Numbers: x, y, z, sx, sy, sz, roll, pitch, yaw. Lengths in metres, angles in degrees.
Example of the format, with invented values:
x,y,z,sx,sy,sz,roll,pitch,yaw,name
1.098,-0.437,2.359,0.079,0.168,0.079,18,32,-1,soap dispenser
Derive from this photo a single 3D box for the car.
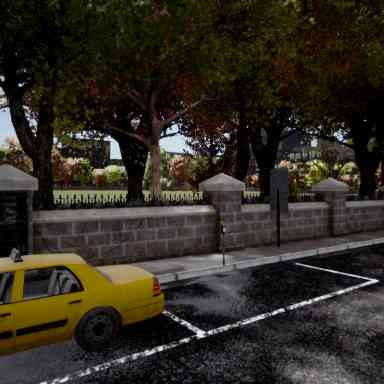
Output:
x,y,z,sx,sy,sz,roll,pitch,yaw,name
-2.735,1.525,4.609,4.829,1.417,1.752,0,0,-35,car
